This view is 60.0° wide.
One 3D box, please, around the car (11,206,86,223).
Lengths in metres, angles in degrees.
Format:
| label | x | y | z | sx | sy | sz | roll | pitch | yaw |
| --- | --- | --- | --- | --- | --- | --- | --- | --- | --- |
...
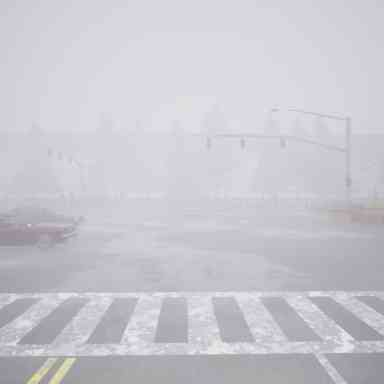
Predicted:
| label | x | y | z | sx | sy | sz | roll | pitch | yaw |
| --- | --- | --- | --- | --- | --- | --- | --- | --- | --- |
| car | -9.452 | 1.548 | 20.547 | 5.357 | 1.411 | 2.033 | 0 | 0 | -2 |

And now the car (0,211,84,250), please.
| label | x | y | z | sx | sy | sz | roll | pitch | yaw |
| --- | --- | --- | --- | --- | --- | --- | --- | --- | --- |
| car | -7.207 | 1.601 | 13.613 | 4.718 | 1.301 | 1.895 | 0 | 0 | -2 |

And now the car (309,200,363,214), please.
| label | x | y | z | sx | sy | sz | roll | pitch | yaw |
| --- | --- | --- | --- | --- | --- | --- | --- | --- | --- |
| car | 15.408 | 1.547 | 35.515 | 5.357 | 1.411 | 2.033 | 0 | 0 | -2 |
